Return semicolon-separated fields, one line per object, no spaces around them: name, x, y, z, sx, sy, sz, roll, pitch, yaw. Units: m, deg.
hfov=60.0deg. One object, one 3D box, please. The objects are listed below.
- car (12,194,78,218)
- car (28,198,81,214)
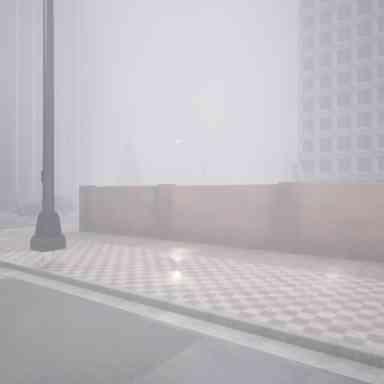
car;-13.736;1.221;31.121;2.150;2.045;5.566;0;0;35
car;-14.696;1.478;35.842;1.882;1.535;5.008;0;0;35
